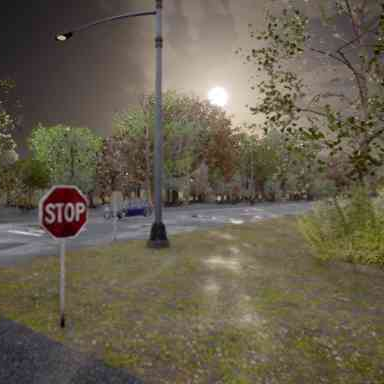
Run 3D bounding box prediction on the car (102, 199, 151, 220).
[{"bbox_3d":[-5.742,1.405,29.412,2.097,1.767,4.553,0,-1,36],"label":"car"}]
